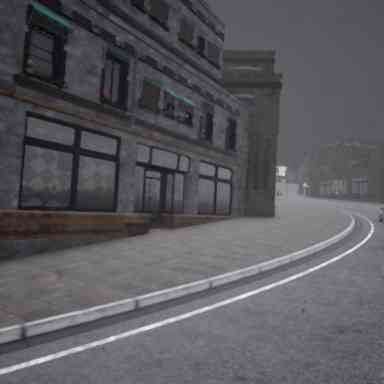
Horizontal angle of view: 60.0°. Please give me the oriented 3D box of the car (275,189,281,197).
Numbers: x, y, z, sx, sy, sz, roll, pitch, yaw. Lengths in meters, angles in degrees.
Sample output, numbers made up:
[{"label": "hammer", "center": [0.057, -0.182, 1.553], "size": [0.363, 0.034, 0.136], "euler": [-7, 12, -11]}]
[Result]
[{"label": "car", "center": [14.883, -0.006, 62.424], "size": [2.097, 1.767, 4.553], "euler": [4, 1, -13]}]

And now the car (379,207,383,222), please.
[{"label": "car", "center": [13.104, 1.382, 21.117], "size": [1.812, 1.442, 4.674], "euler": [2, 2, 25]}]
